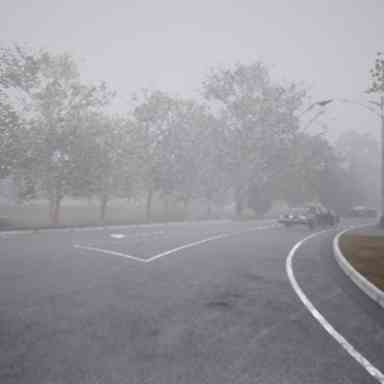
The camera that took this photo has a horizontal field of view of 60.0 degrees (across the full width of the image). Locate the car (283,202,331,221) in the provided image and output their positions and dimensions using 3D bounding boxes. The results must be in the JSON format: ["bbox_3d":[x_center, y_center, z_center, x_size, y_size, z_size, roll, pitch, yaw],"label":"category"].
[{"bbox_3d":[9.985,1.662,28.727,4.892,1.490,1.837,2,-2,-43],"label":"car"}]

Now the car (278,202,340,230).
[{"bbox_3d":[7.438,1.508,20.913,2.033,1.411,5.357,-1,-1,44],"label":"car"}]

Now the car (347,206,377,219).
[{"bbox_3d":[19.255,2.272,37.691,5.008,1.535,1.882,5,-4,-44],"label":"car"}]
